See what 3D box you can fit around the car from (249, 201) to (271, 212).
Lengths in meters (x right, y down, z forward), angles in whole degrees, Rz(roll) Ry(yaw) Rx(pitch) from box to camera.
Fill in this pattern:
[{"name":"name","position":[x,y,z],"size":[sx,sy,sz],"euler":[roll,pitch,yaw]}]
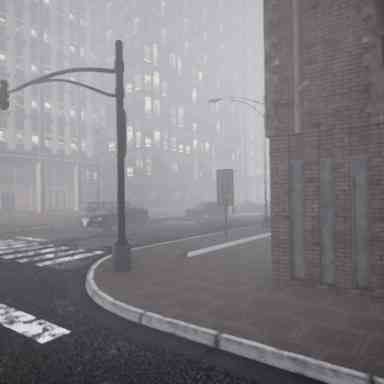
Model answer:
[{"name":"car","position":[9.177,1.710,40.451],"size":[1.895,1.301,4.718],"euler":[-1,-1,36]}]

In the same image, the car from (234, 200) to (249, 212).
[{"name":"car","position":[6.701,1.685,41.479],"size":[1.752,1.417,4.829],"euler":[-2,-1,36]}]

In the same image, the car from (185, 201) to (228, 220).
[{"name":"car","position":[1.340,1.560,29.543],"size":[1.882,1.535,5.008],"euler":[-1,-1,36]}]

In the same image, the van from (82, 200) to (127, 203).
[{"name":"van","position":[-6.132,1.456,23.569],"size":[1.690,1.788,3.998],"euler":[-2,-1,36]}]

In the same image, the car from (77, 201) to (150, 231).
[{"name":"car","position":[-4.755,1.554,21.054],"size":[2.128,1.511,4.902],"euler":[-1,-1,34]}]
